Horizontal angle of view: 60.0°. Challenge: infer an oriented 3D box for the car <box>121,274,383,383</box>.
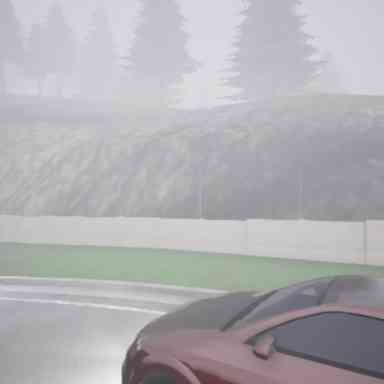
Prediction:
[{"bbox_3d":[1.350,1.491,2.918,4.181,1.385,1.994,-1,1,34],"label":"car"}]
